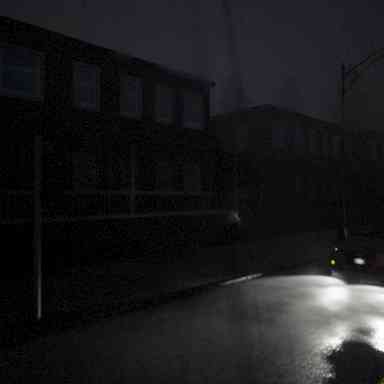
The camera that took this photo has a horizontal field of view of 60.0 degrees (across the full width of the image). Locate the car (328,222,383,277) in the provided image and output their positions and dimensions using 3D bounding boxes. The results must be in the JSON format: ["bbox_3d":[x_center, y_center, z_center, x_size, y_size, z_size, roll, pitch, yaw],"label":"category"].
[{"bbox_3d":[5.847,1.627,9.927,4.181,1.385,1.994,0,0,-41],"label":"car"}]
